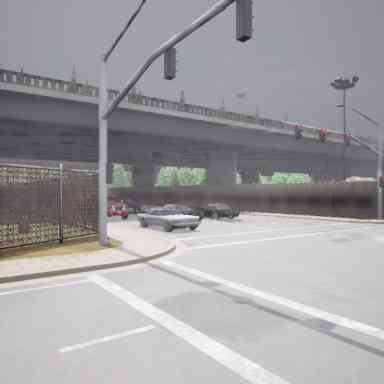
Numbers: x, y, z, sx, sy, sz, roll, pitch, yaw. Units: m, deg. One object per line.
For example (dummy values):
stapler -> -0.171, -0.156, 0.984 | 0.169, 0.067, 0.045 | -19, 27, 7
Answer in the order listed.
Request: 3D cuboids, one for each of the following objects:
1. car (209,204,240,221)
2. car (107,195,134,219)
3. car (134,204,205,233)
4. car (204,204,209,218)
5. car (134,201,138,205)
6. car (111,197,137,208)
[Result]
car -> 1.820, 1.656, 28.300 | 1.895, 1.301, 4.718 | 0, 0, -36
car -> -7.429, 1.277, 28.853 | 2.150, 2.045, 5.566 | 0, 0, -36
car -> -1.520, 1.656, 20.591 | 1.895, 1.301, 4.718 | 0, 0, -36
car -> -1.091, 1.656, 26.007 | 1.895, 1.301, 4.718 | 0, 0, -36
car -> -6.405, 1.620, 33.433 | 1.994, 1.385, 4.181 | 0, 0, -36
car -> -10.666, 1.602, 51.781 | 2.033, 1.411, 5.357 | 0, 0, -36
